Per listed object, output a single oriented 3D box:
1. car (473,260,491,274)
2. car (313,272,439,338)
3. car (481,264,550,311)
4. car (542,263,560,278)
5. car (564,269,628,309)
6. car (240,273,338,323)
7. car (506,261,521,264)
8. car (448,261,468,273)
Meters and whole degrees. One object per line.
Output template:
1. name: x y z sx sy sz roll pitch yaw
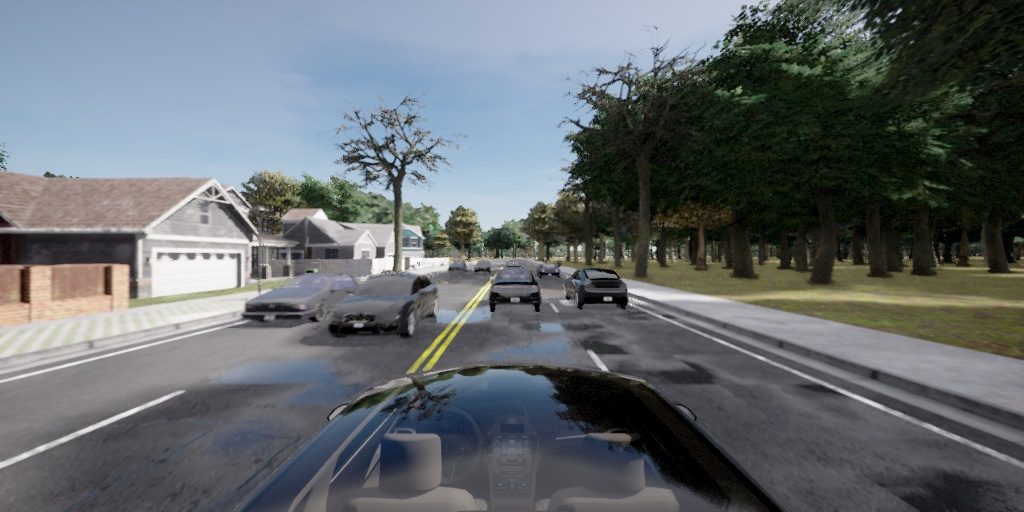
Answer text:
1. car: -3.338 1.248 41.631 1.837 1.490 4.892 0 1 0
2. car: -3.346 1.255 10.246 1.837 1.490 4.892 0 0 0
3. car: 0.104 1.242 14.331 2.128 1.511 4.902 0 0 0
4. car: 3.361 1.349 33.963 1.895 1.301 4.718 0 0 0
5. car: 3.356 1.255 14.965 1.837 1.490 4.892 0 0 0
6. car: -6.595 1.298 12.420 2.033 1.411 5.357 0 0 0
7. car: 0.110 1.240 33.619 2.128 1.511 4.902 0 0 0
8. car: -6.597 1.293 44.174 2.033 1.411 5.357 0 0 0
